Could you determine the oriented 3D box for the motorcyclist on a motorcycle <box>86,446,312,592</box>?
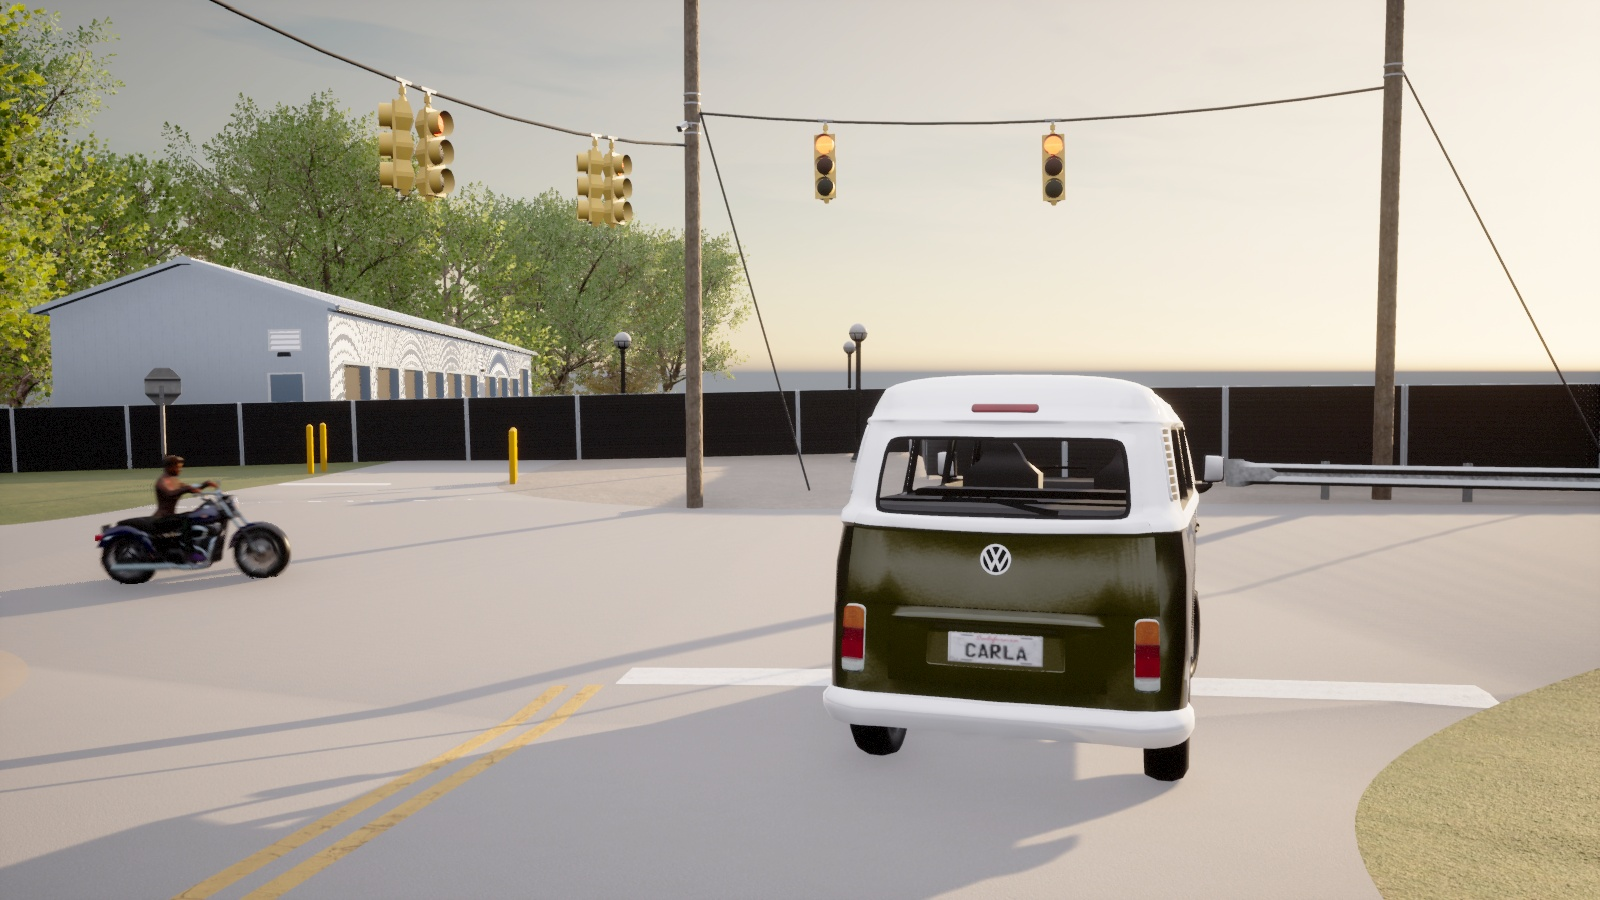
[{"bbox_3d":[-7.502,0.848,15.778,2.350,1.649,0.766,-2,4,-2],"label":"motorcyclist on a motorcycle"}]

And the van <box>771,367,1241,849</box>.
[{"bbox_3d":[1.546,0.611,7.742,2.069,2.038,4.480,1,1,18],"label":"van"}]
